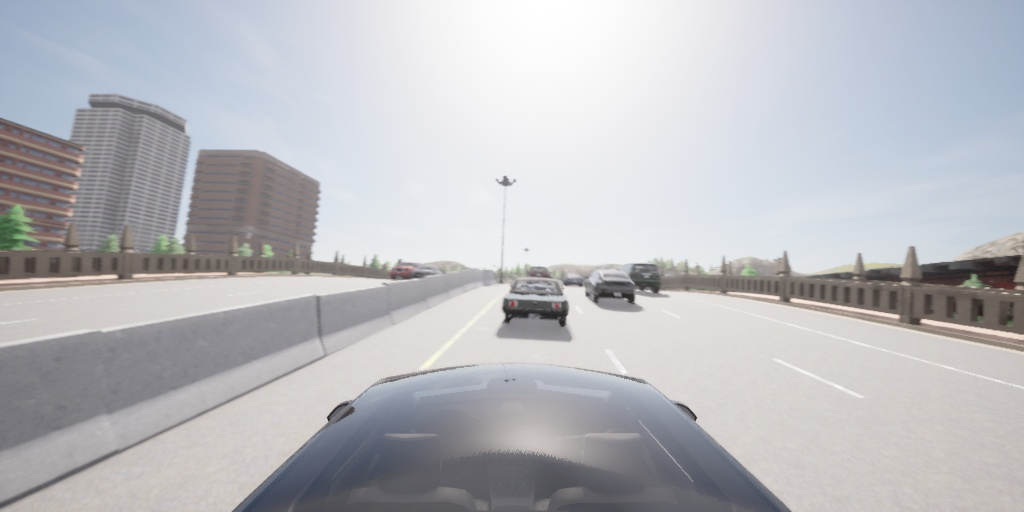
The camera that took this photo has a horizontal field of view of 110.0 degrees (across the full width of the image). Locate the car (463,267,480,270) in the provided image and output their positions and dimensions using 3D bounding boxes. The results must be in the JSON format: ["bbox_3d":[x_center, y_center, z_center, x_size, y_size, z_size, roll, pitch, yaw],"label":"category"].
[{"bbox_3d":[-4.292,1.932,37.596,2.097,1.767,4.553,2,-5,5],"label":"car"}]

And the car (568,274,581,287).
[{"bbox_3d":[6.306,2.562,37.163,1.994,1.385,4.181,2,-5,5],"label":"car"}]

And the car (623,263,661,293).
[{"bbox_3d":[8.945,1.556,25.908,2.150,2.045,5.566,2,-2,5],"label":"car"}]

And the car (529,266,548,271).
[{"bbox_3d":[2.313,1.686,30.832,2.097,1.767,4.553,2,-4,5],"label":"car"}]

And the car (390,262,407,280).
[{"bbox_3d":[-11.198,1.624,38.866,2.150,2.045,5.566,2,-6,5],"label":"car"}]

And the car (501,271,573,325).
[{"bbox_3d":[0.809,1.382,12.082,1.895,1.301,4.718,2,0,5],"label":"car"}]

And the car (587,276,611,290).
[{"bbox_3d":[10.211,3.278,42.375,1.994,1.385,4.181,2,-7,5],"label":"car"}]

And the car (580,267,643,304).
[{"bbox_3d":[4.794,1.450,17.949,1.837,1.490,4.892,2,0,5],"label":"car"}]

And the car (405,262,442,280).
[{"bbox_3d":[-8.098,1.649,34.279,1.837,1.490,4.892,2,-5,5],"label":"car"}]
